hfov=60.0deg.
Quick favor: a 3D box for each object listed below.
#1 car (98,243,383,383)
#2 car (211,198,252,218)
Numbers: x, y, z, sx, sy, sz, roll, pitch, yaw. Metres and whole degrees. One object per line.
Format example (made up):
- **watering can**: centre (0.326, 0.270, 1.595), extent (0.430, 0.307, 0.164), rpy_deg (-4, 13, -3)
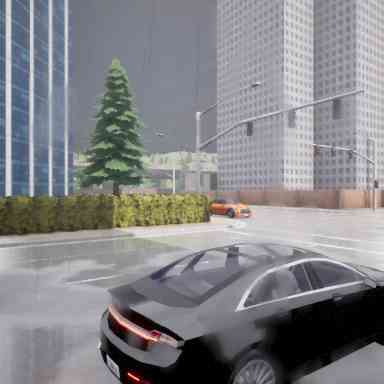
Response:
- **car**: centre (1.207, 1.492, 4.667), extent (4.902, 1.511, 2.128), rpy_deg (0, 0, -35)
- **car**: centre (3.280, 1.352, 29.907), extent (2.097, 1.767, 4.553), rpy_deg (0, 0, -35)
